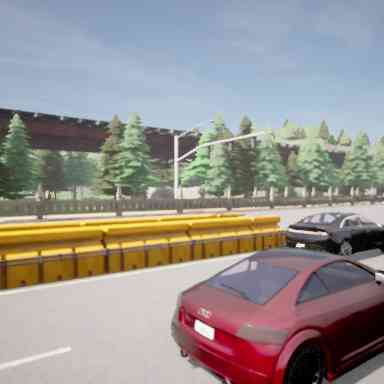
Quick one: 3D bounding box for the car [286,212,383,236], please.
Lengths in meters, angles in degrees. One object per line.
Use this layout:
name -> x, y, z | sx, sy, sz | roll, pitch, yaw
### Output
car -> 5.417, 1.472, 11.913 | 4.902, 1.511, 2.128 | 0, 0, -36

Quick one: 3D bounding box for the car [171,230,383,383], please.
car -> 1.772, 1.556, 5.011 | 4.181, 1.385, 1.994 | 0, 0, -36
